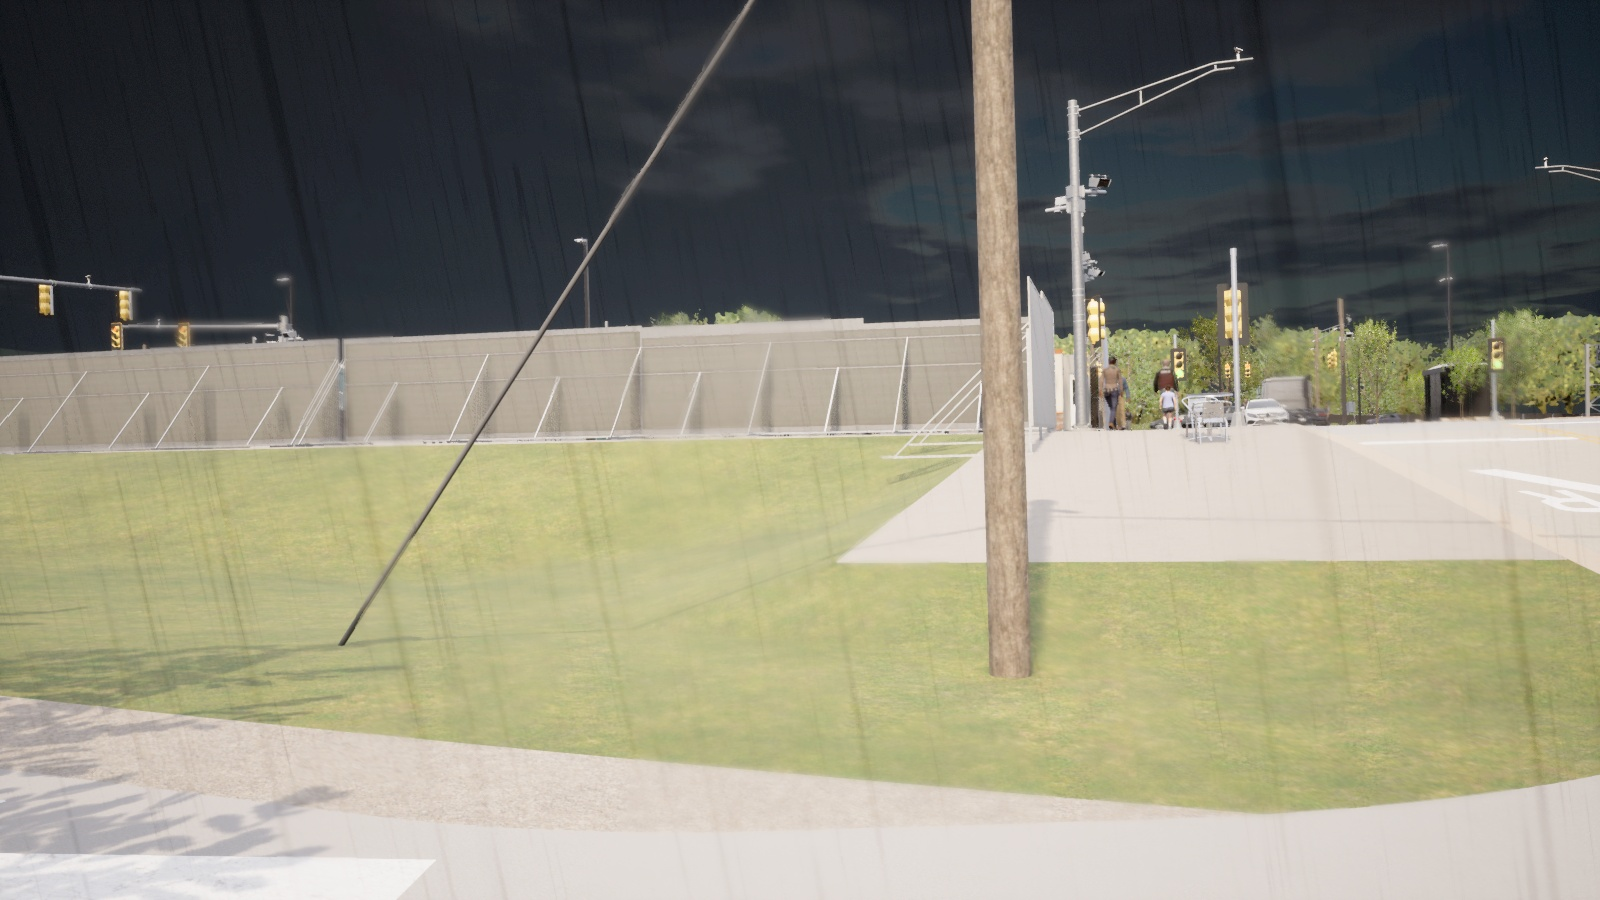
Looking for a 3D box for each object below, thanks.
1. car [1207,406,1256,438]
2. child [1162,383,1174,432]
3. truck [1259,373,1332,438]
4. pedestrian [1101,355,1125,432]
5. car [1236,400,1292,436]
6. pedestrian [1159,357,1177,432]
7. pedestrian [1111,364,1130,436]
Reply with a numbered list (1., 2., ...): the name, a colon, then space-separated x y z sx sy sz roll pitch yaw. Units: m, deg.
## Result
1. car: 24.707 -1.590 72.028 2.242 1.667 4.611 -1 0 14
2. child: 8.481 -0.974 28.926 0.255 1.110 0.394 -1 0 16
3. truck: 28.997 -2.507 73.825 2.891 3.462 7.936 -1 0 14
4. pedestrian: 7.562 -1.353 30.324 0.328 1.805 0.869 -1 0 26
5. car: 20.676 -1.396 56.104 1.812 1.442 4.674 -1 0 14
6. pedestrian: 9.256 -1.383 31.598 0.376 1.854 0.720 -1 0 14
7. pedestrian: 8.724 -1.350 34.202 0.423 1.949 0.788 -1 0 13
